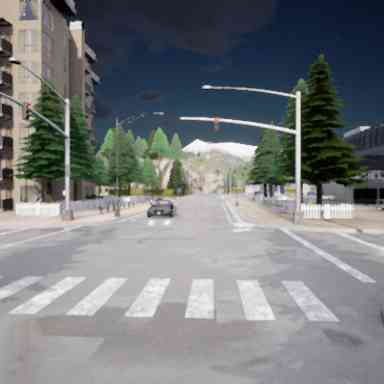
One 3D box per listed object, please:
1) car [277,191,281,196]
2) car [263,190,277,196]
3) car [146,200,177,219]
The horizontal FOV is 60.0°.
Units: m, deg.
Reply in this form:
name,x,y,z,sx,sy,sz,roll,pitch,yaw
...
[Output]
name,x,y,z,sx,sy,sz,roll,pitch,yaw
car,22.873,0.512,89.919,1.970,1.475,3.806,0,1,5
car,19.287,0.574,82.771,1.845,1.501,3.633,0,1,5
car,-2.334,1.340,26.707,1.994,1.385,4.181,0,1,4
